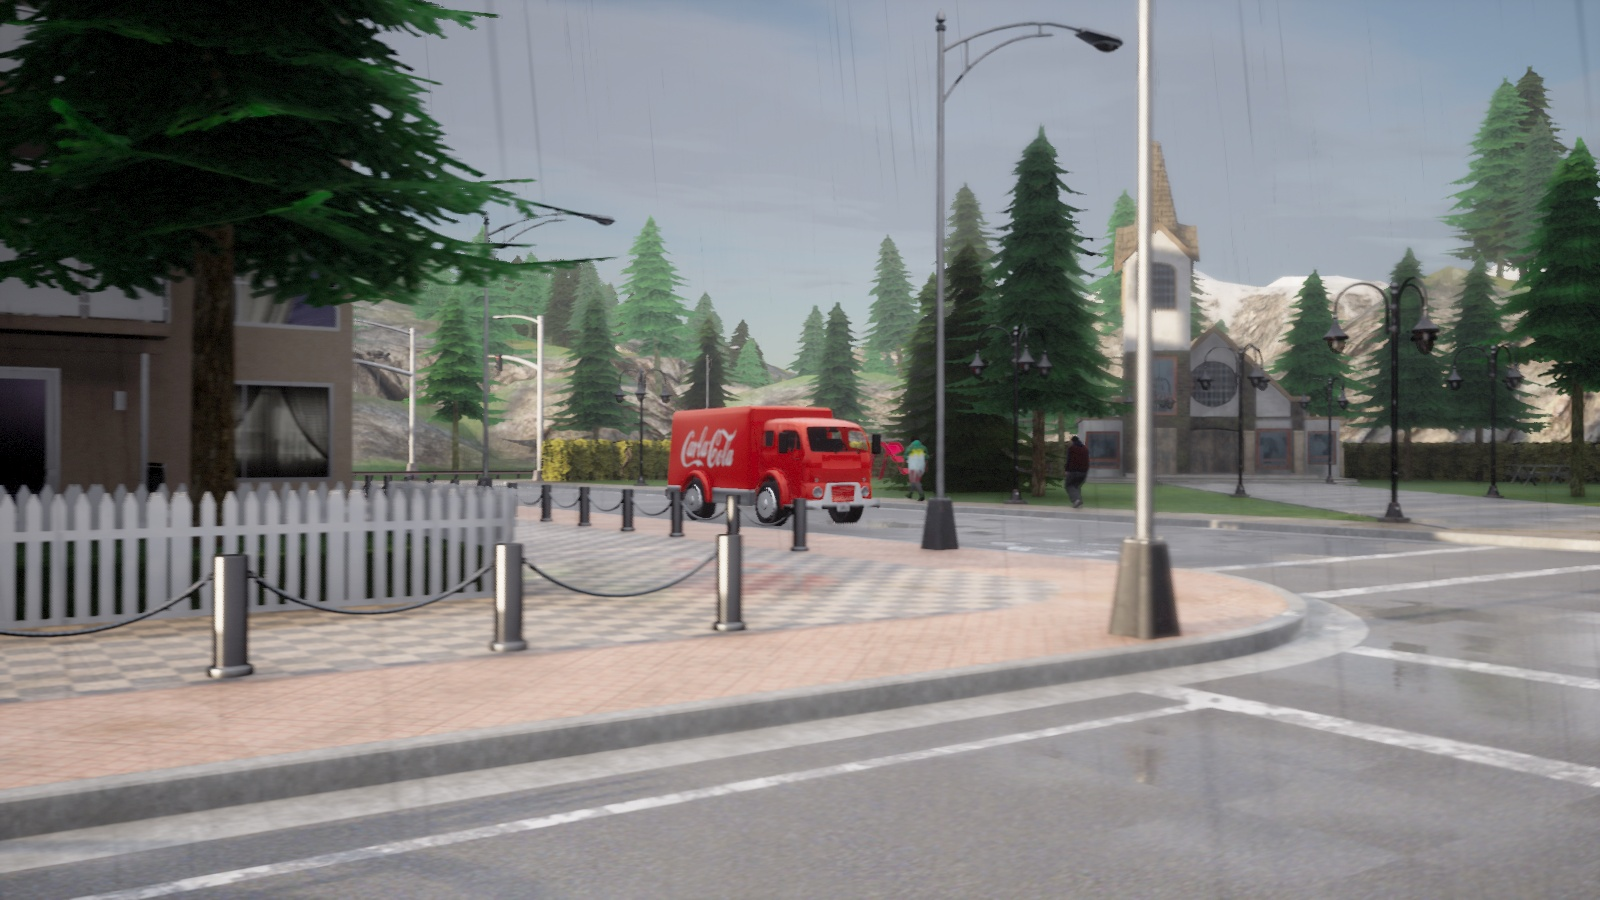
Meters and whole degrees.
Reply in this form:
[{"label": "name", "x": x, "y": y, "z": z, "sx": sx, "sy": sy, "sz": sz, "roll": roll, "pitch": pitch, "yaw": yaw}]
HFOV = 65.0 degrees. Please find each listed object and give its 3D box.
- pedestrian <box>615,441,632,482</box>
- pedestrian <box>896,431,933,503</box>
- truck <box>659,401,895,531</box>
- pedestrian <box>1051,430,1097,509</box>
[{"label": "pedestrian", "x": -8.446, "y": 0.548, "z": 60.167, "sx": 0.692, "sy": 1.930, "sz": 0.396, "roll": 0, "pitch": 0, "yaw": -42}, {"label": "pedestrian", "x": 3.167, "y": 0.469, "z": 34.820, "sx": 0.659, "sy": 1.952, "sz": 0.873, "roll": 0, "pitch": 0, "yaw": -27}, {"label": "truck", "x": -0.627, "y": 0.309, "z": 26.812, "sx": 2.627, "sy": 2.467, "sz": 5.204, "roll": 0, "pitch": 0, "yaw": -34}, {"label": "pedestrian", "x": 6.502, "y": 0.446, "z": 29.786, "sx": 0.634, "sy": 1.844, "sz": 0.899, "roll": 0, "pitch": 0, "yaw": -26}]
